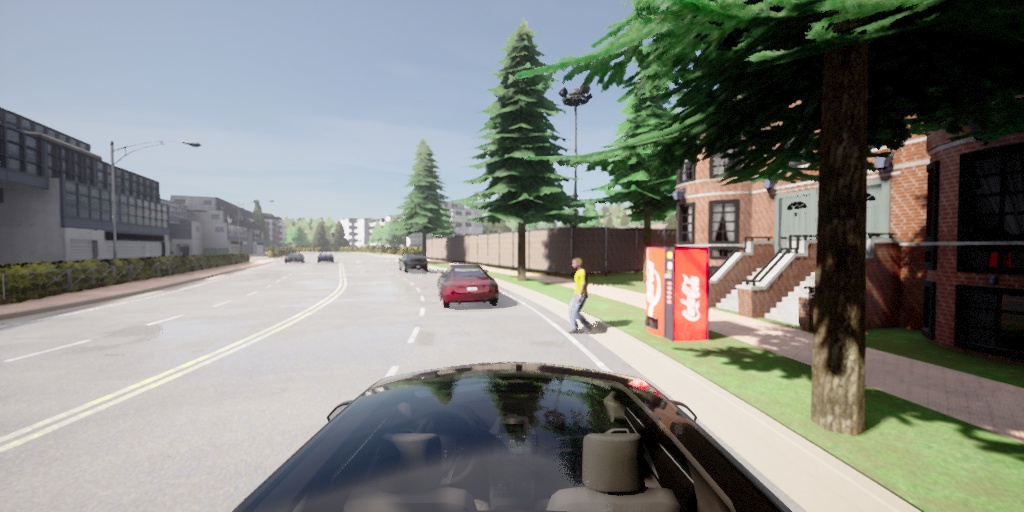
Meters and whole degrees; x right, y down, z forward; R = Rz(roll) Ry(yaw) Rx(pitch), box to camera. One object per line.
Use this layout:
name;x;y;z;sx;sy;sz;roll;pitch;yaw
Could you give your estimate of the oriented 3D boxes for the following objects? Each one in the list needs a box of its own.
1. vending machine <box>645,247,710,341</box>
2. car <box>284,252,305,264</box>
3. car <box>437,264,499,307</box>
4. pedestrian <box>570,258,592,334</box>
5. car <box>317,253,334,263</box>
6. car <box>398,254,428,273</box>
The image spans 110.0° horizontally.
vending machine;3.509;0.786;7.728;1.100;2.100;0.880;0;0;-7
car;-27.633;0.220;45.743;1.994;1.385;4.181;-1;2;-25
car;-1.817;1.006;13.799;1.994;1.385;4.181;0;2;-14
pedestrian;1.637;0.872;8.323;0.375;1.860;0.375;0;1;-8
car;-24.145;0.231;46.550;1.895;1.301;4.718;-1;2;-25
car;-8.273;0.542;29.860;1.837;1.490;4.892;-1;1;-25
